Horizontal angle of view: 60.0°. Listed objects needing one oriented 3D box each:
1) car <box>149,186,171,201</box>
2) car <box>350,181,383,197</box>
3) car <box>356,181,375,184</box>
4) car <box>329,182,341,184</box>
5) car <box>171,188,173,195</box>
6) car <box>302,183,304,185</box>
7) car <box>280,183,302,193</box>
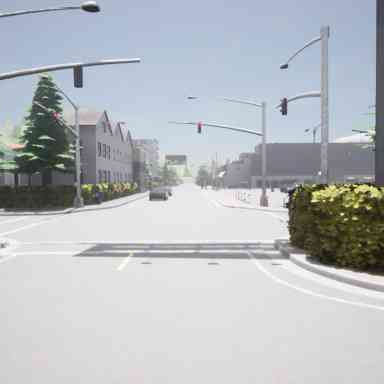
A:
[{"bbox_3d":[-3.801,0.144,38.318,1.882,1.535,5.008,-1,2,0],"label":"car"},{"bbox_3d":[22.169,-0.463,42.135,1.932,1.855,4.605,-1,2,-1],"label":"car"},{"bbox_3d":[18.940,-0.178,34.248,1.905,1.878,3.866,-1,2,-1],"label":"car"},{"bbox_3d":[25.178,-1.036,59.532,2.152,1.636,5.027,-1,2,-1],"label":"car"},{"bbox_3d":[-3.840,-0.189,48.449,2.128,1.511,4.902,-1,2,0],"label":"car"},{"bbox_3d":[18.765,-0.874,59.166,1.970,1.475,3.806,-1,2,-1],"label":"car"},{"bbox_3d":[15.156,-0.526,52.098,2.007,1.523,4.514,-1,2,-1],"label":"car"}]
